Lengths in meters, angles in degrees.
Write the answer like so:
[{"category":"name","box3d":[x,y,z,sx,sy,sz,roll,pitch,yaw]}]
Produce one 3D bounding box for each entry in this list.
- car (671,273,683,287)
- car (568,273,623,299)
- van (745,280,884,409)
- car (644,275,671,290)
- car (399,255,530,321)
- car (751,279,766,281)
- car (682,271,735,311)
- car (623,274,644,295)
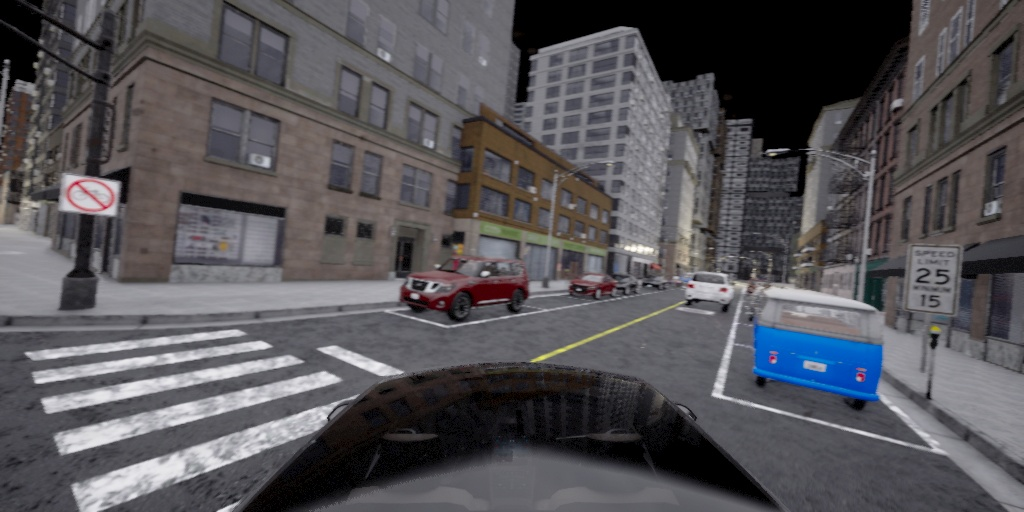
[{"category":"car","box3d":[20.161,3.095,44.723,1.802,1.307,4.207,0,0,33]},{"category":"car","box3d":[4.800,1.685,21.298,1.888,1.381,4.507,0,0,33]},{"category":"van","box3d":[5.745,1.598,7.240,1.690,1.789,3.998,0,0,33]},{"category":"car","box3d":[14.017,2.530,35.354,1.948,1.339,4.313,0,0,33]},{"category":"car","box3d":[-1.345,0.903,11.928,2.192,1.841,5.009,0,0,33]},{"category":"car","box3d":[24.179,3.222,35.350,2.192,1.841,5.009,0,0,33]},{"category":"car","box3d":[12.042,2.031,21.724,2.150,2.045,5.566,5,0,33]},{"category":"car","box3d":[7.872,1.981,25.984,1.948,1.339,4.313,0,0,33]}]
